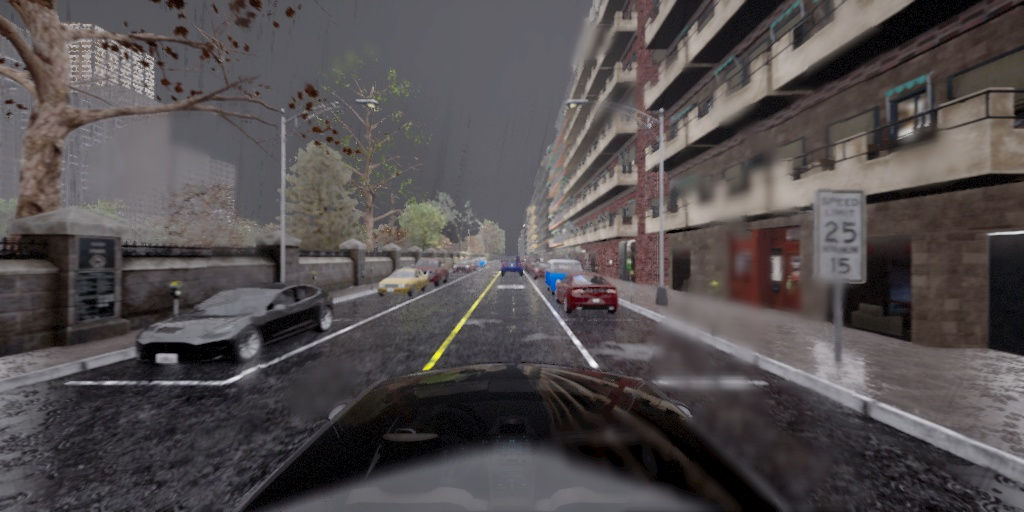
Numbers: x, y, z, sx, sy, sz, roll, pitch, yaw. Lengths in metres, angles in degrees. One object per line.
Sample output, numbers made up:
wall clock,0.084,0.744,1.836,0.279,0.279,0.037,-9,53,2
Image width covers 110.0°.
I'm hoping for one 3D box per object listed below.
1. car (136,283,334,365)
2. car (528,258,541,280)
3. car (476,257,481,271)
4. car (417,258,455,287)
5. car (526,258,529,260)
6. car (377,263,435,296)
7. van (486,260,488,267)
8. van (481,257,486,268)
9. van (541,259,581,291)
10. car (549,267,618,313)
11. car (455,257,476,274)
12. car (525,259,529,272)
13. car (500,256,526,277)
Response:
car,-5.687,1.314,8.092,1.948,1.339,4.313,0,0,0
car,2.699,1.189,30.611,1.967,1.591,4.097,0,0,0
car,-5.678,1.200,47.503,1.967,1.591,4.097,0,0,0
car,-5.684,1.063,24.983,2.192,1.841,5.009,0,0,0
car,2.701,1.300,41.871,1.888,1.381,4.507,0,0,0
car,-5.684,1.273,19.183,1.751,1.417,4.829,0,0,0
van,-5.674,1.119,64.392,1.690,1.789,3.998,0,0,0
van,-5.676,1.112,58.763,1.690,1.789,3.998,0,0,0
van,2.696,1.087,19.351,1.690,1.789,3.998,0,0,0
car,2.694,1.292,13.720,1.888,1.381,4.507,0,0,0
car,-5.680,1.196,41.874,1.967,1.591,4.097,0,0,0
car,2.699,1.302,36.241,2.007,1.370,4.403,0,0,0
car,0.009,0.974,36.420,2.150,2.045,5.566,0,0,0
